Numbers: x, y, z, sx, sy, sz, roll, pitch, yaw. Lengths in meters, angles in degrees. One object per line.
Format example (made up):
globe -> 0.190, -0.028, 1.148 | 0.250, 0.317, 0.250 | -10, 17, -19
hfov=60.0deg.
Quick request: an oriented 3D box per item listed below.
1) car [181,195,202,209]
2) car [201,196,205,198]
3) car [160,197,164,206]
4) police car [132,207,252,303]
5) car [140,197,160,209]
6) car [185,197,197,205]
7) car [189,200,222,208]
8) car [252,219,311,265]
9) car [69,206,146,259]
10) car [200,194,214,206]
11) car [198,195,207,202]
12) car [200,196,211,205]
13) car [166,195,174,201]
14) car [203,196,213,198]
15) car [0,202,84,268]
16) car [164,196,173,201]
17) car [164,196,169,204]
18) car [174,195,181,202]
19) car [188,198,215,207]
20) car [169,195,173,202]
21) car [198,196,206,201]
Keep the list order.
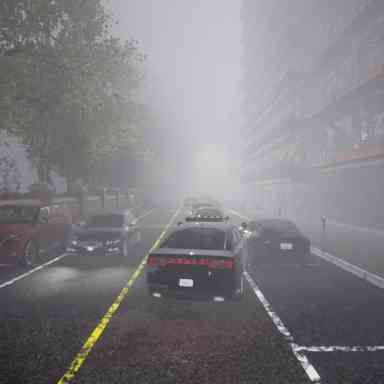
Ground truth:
car -> -0.107, 1.374, 46.105 | 2.097, 1.767, 4.553 | 0, 0, 0
car -> 2.551, 1.566, 45.235 | 1.887, 1.381, 4.507 | 0, 0, 0
car -> -5.847, 1.468, 50.837 | 1.967, 1.590, 4.097 | 0, 0, 0
police car -> 0.419, 1.426, 8.504 | 1.930, 1.638, 5.238 | 0, 0, 12
car -> -5.829, 1.461, 45.209 | 1.967, 1.590, 4.097 | 0, 0, 0
car -> -0.179, 1.600, 58.795 | 1.994, 1.385, 4.181 | 0, 0, 0
car -> 0.845, 1.458, 18.398 | 1.801, 1.575, 5.366 | 0, 0, 0
car -> 2.656, 1.567, 11.454 | 1.947, 1.339, 4.313 | 0, 0, 0
car -> -3.136, 1.506, 12.675 | 1.837, 1.490, 4.892 | 0, 0, 0
car -> 2.516, 1.349, 56.494 | 2.192, 1.841, 5.009 | 0, 0, 0
car -> 2.447, 1.503, 79.015 | 1.967, 1.590, 4.097 | 0, 0, 0
car -> 2.499, 1.480, 62.125 | 1.967, 1.590, 4.097 | 0, 0, 0
car -> -5.967, 1.609, 90.080 | 1.752, 1.417, 4.829 | 0, 0, 0
car -> 2.569, 1.560, 39.604 | 1.887, 1.381, 4.507 | 0, 0, 0
car -> -5.724, 1.316, 11.428 | 2.192, 1.841, 5.009 | 0, 0, 0
car -> -5.950, 1.624, 84.619 | 2.008, 1.369, 4.403 | 0, 0, 0
car -> -5.880, 1.591, 62.098 | 2.008, 1.369, 4.403 | 0, 0, 0
car -> -3.248, 1.571, 81.168 | 1.837, 1.490, 4.892 | 0, 0, 0
car -> 0.827, 1.483, 24.208 | 1.882, 1.535, 5.008 | 0, 0, 0
car -> -5.932, 1.588, 78.819 | 1.752, 1.417, 4.829 | 0, 0, 0
car -> 2.430, 1.639, 84.646 | 1.947, 1.339, 4.313 | 0, 0, 0
